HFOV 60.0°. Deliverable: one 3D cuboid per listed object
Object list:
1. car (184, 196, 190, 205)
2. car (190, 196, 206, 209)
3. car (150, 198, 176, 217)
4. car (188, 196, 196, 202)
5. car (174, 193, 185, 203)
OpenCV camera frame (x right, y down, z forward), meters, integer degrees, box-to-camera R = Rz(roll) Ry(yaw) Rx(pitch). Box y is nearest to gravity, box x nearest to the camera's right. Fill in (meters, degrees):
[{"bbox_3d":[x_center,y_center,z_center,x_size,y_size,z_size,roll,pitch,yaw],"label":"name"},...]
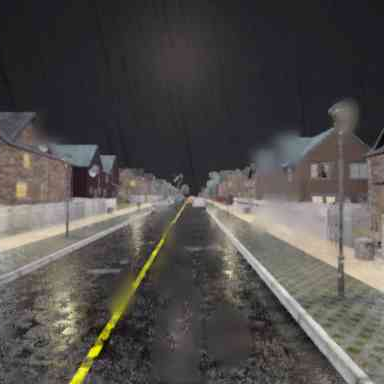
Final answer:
[{"bbox_3d":[-0.007,1.665,65.252,1.882,1.535,5.008,0,0,0],"label":"car"},{"bbox_3d":[0.958,1.642,46.566,1.812,1.442,4.674,0,0,0],"label":"car"},{"bbox_3d":[-2.848,1.595,32.257,1.812,1.442,4.674,0,0,0],"label":"car"},{"bbox_3d":[-0.008,1.660,80.353,1.837,1.490,4.892,0,0,0],"label":"car"},{"bbox_3d":[-2.756,1.270,72.825,2.150,2.045,5.566,0,0,0],"label":"car"}]
